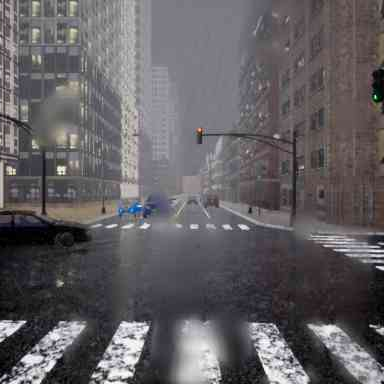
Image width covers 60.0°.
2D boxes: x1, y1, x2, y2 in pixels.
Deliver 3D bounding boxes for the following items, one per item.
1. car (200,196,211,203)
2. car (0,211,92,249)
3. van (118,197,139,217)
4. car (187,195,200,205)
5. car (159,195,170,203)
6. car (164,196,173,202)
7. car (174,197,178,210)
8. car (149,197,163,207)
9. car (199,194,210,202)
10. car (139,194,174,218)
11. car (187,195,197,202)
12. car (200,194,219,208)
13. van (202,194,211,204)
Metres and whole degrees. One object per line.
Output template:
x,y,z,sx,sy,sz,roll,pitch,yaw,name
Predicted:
2.756,1.580,69.433,2.008,1.369,4.403,0,0,0,car
-6.703,1.448,12.957,5.357,1.411,2.033,1,0,-20,car
-5.661,1.347,30.584,1.690,1.788,3.998,0,0,0,van
0.061,1.623,60.104,1.895,1.301,4.718,0,0,0,car
-5.625,1.469,69.440,1.967,1.590,4.097,0,0,0,car
-5.614,1.589,80.543,2.008,1.369,4.403,0,0,0,car
-3.059,1.611,39.963,1.895,1.301,4.718,0,0,0,car
-5.641,1.543,52.618,1.752,1.417,4.829,0,0,0,car
2.760,1.348,74.985,2.192,1.841,5.009,0,0,0,car
-3.079,1.227,30.254,2.150,2.045,5.566,0,0,0,car
0.069,1.419,70.080,2.033,1.411,5.357,0,0,0,car
2.734,1.329,47.231,2.192,1.841,5.009,0,0,0,car
2.750,1.366,63.883,1.690,1.788,3.998,0,0,0,van
